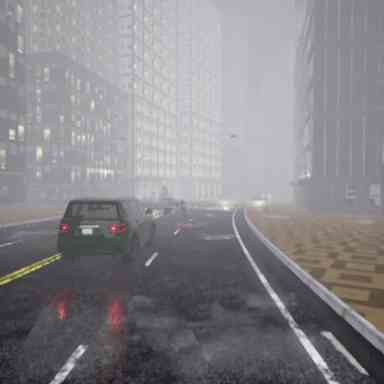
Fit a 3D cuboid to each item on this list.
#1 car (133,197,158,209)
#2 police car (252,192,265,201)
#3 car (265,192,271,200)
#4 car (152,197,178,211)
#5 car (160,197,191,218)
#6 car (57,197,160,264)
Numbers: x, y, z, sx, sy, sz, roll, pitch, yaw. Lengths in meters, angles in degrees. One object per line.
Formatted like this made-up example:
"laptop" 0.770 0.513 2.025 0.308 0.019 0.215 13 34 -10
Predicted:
"car" -5.837 1.395 42.346 1.994 1.385 4.181 0 0 11
"police car" 15.578 1.271 79.675 1.930 1.638 5.238 1 0 20
"car" 19.146 1.370 88.634 1.812 1.442 4.674 1 0 23
"car" -3.099 1.363 39.196 1.837 1.490 4.892 0 0 10
"car" -1.200 1.394 28.678 2.128 1.511 4.902 0 0 7
"car" -2.752 1.173 11.879 2.150 2.045 5.566 0 0 3
